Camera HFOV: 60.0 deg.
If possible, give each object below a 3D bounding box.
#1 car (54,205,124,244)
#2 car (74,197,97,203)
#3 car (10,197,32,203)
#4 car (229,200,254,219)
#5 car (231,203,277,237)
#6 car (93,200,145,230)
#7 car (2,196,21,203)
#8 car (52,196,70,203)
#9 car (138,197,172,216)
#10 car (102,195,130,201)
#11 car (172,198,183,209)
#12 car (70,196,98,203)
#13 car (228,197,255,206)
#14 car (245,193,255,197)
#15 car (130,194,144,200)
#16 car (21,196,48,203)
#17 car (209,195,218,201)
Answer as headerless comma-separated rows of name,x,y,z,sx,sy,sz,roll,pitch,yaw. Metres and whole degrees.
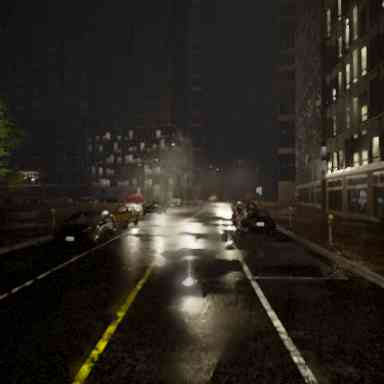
car,-4.841,1.525,15.687,1.947,1.339,4.313,1,0,3
car,-22.580,1.654,70.498,4.403,1.369,2.008,0,-1,17
car,-38.672,1.739,75.265,4.403,1.369,2.008,0,-1,17
car,4.202,1.470,28.749,1.887,1.381,4.507,1,0,6
car,3.293,1.519,17.455,1.947,1.339,4.313,1,0,4
car,-4.503,1.474,21.005,1.752,1.417,4.829,1,0,4
car,-35.529,1.471,66.118,4.097,1.590,1.967,0,-1,17
car,-28.107,1.658,72.136,4.829,1.417,1.752,0,-1,16
car,-3.513,1.478,32.087,2.008,1.369,4.403,1,0,6
car,-14.083,1.484,59.763,4.313,1.339,1.947,0,-1,16
car,-2.168,1.462,42.819,2.008,1.369,4.403,1,0,8
car,-19.444,1.497,61.351,4.403,1.369,2.008,0,-1,16
car,3.700,1.380,23.128,1.967,1.590,4.097,1,0,5
car,14.188,1.195,81.393,2.192,1.841,5.009,1,0,16
car,-11.852,1.362,67.324,5.009,1.841,2.192,0,-1,16
car,-30.168,1.554,64.528,4.403,1.369,2.008,0,-1,17
car,5.144,1.432,79.335,1.752,1.417,4.829,1,0,15
